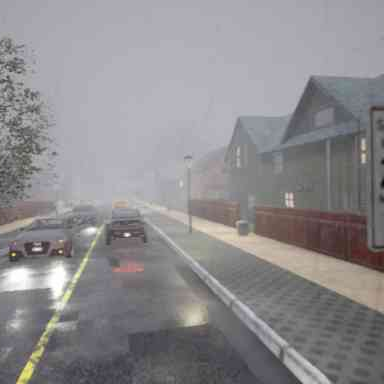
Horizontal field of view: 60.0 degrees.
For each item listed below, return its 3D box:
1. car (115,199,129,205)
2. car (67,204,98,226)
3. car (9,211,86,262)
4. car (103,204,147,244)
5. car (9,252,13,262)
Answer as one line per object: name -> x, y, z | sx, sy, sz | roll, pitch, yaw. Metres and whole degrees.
car -> -9.939, 1.725, 47.047 | 1.882, 1.535, 5.008 | -2, 0, -12
car -> -8.143, 1.719, 25.028 | 1.837, 1.490, 4.892 | -2, 0, -12
car -> -5.512, 1.713, 12.901 | 1.994, 1.385, 4.181 | -2, 0, -12
car -> -3.302, 1.585, 16.591 | 1.837, 1.490, 4.892 | -2, 0, -12
car -> -3.328, 1.659, 2.830 | 1.994, 1.385, 4.181 | -2, 0, -12
